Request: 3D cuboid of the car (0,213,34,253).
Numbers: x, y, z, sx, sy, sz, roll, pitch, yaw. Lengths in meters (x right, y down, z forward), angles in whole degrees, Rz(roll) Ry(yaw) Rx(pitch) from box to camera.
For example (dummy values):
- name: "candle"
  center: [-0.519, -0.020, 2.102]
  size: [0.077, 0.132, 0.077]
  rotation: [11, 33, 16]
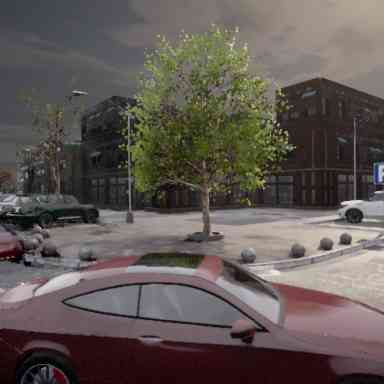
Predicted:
- name: "car"
  center: [-7.057, 1.533, 10.680]
  size: [4.181, 1.385, 1.994]
  rotation: [0, 1, 42]

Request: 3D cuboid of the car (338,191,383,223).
- name: "car"
  center: [12.083, 0.902, 20.632]
  size: [5.566, 2.045, 2.435]
  rotation: [-1, 0, 32]

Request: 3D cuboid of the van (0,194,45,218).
- name: "van"
  center: [-15.940, 1.167, 30.306]
  size: [1.878, 1.987, 4.442]
  rotation: [0, 0, 31]

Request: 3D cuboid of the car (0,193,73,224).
- name: "car"
  center: [-12.260, 1.138, 25.595]
  size: [2.435, 2.045, 5.566]
  rotation: [0, 0, 31]

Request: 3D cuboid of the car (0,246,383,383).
- name: "car"
  center: [0.015, 1.489, 3.833]
  size: [4.674, 1.442, 1.812]
  rotation: [0, 1, 8]

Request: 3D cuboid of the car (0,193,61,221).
- name: "car"
  center: [-14.132, 1.140, 27.887]
  size: [2.435, 2.045, 5.566]
  rotation: [0, 0, 31]

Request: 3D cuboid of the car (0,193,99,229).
- name: "car"
  center: [-8.499, 1.133, 21.069]
  size: [2.435, 2.045, 5.566]
  rotation: [0, 0, 31]

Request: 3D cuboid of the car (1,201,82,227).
- name: "car"
  center: [-10.375, 1.416, 23.304]
  size: [2.163, 1.488, 4.792]
  rotation: [0, 0, 31]

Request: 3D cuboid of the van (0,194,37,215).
- name: "van"
  center: [-17.813, 1.169, 32.597]
  size: [1.878, 1.987, 4.442]
  rotation: [0, 0, 31]
